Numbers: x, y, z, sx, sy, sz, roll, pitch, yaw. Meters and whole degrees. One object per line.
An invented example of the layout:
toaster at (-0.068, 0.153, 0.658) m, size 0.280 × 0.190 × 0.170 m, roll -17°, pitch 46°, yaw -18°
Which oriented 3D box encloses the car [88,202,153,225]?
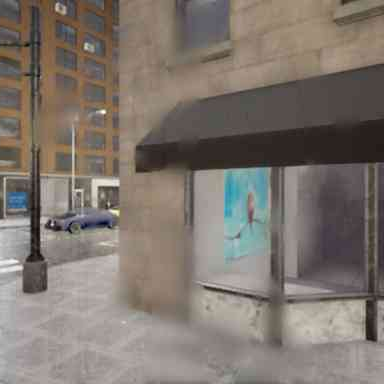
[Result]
car at (-5.190, 1.524, 24.902) m, size 1.752 × 1.417 × 4.829 m, roll 0°, pitch 0°, yaw 36°

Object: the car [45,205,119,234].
car at (-6.210, 1.559, 19.179) m, size 1.994 × 1.385 × 4.181 m, roll 0°, pitch 0°, yaw 36°
